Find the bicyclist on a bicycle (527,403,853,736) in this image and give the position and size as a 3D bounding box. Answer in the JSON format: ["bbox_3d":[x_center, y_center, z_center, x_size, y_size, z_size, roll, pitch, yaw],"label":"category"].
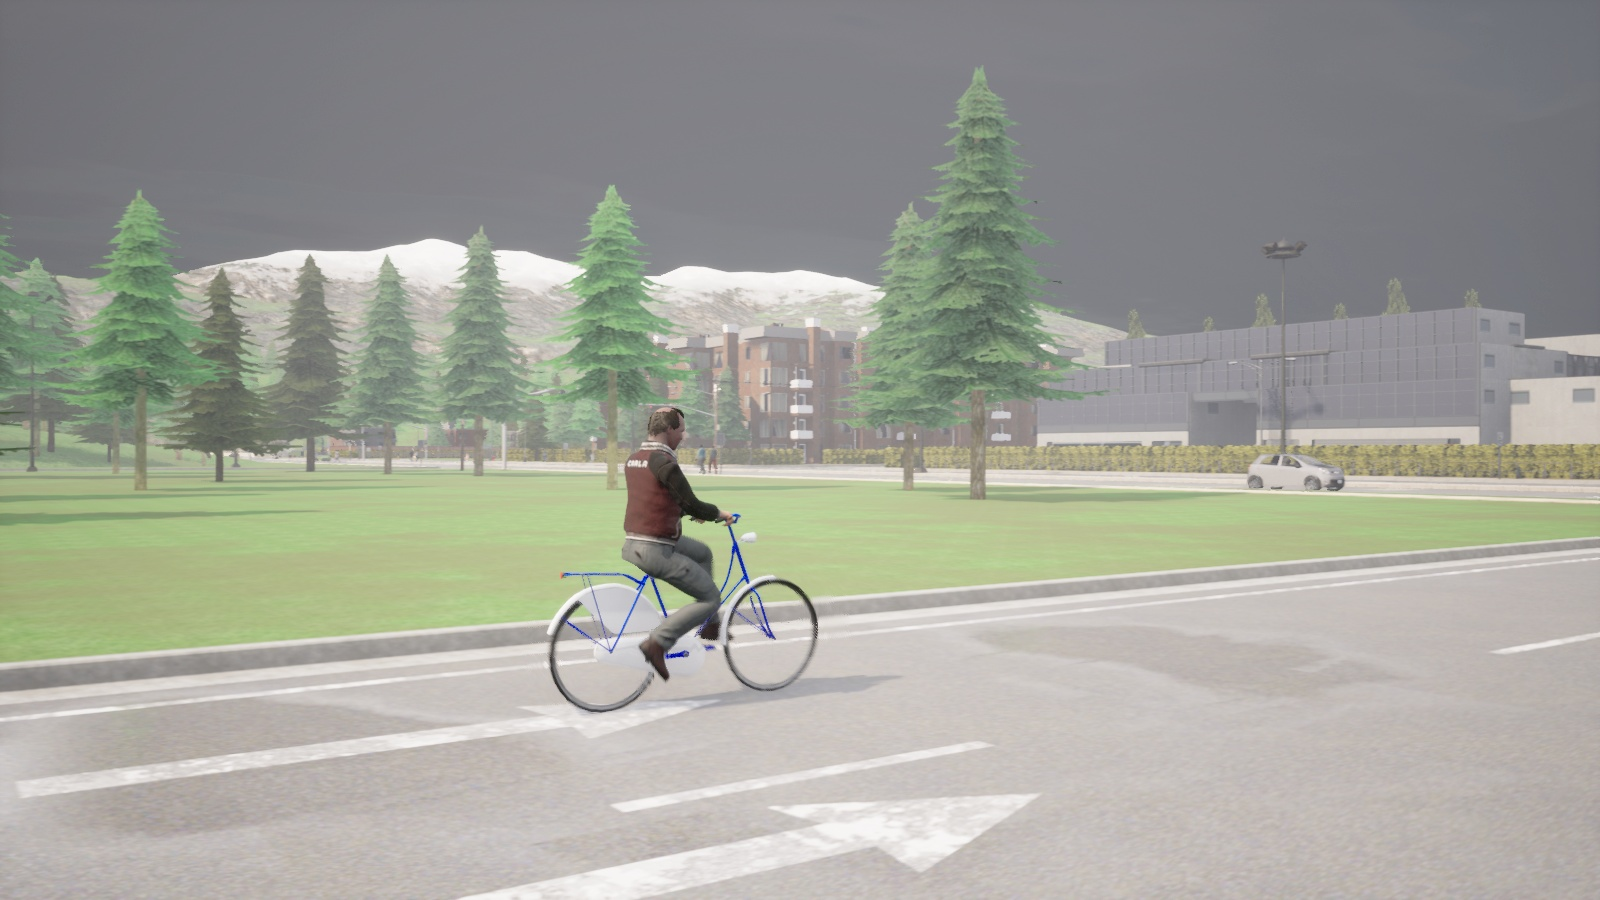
[{"bbox_3d":[-0.624,0.635,7.489,1.843,1.776,0.659,0,0,-35],"label":"bicyclist on a bicycle"}]

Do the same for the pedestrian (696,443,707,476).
[{"bbox_3d":[-5.884,0.580,74.965,0.396,1.930,0.692,0,0,-35],"label":"pedestrian"}]

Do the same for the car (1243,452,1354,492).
[{"bbox_3d":[19.575,0.839,49.403,1.845,1.501,3.633,0,0,-36],"label":"car"}]
